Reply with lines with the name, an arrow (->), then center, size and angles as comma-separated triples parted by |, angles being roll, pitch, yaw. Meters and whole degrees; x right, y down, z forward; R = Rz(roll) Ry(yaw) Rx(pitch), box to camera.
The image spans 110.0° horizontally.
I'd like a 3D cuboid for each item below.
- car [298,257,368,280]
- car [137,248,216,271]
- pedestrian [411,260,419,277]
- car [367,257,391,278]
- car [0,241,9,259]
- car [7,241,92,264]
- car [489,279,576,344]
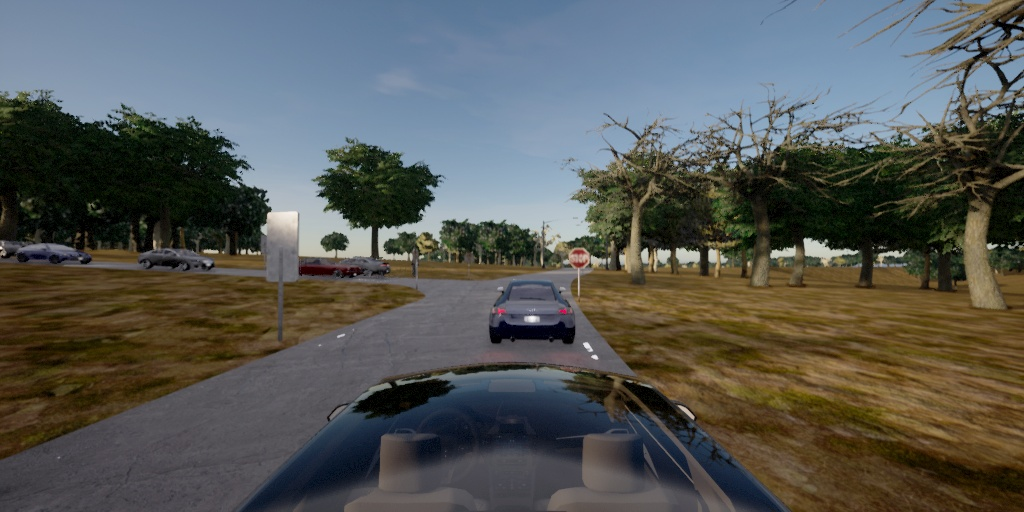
car -> -12.650, 0.827, 24.165 | 4.718, 1.301, 1.895 | 2, -1, 6
car -> -23.725, 0.239, 25.447 | 4.902, 1.511, 2.128 | 2, -1, 6
pedestrian -> -8.151, 0.824, 30.014 | 0.375, 1.860, 0.375 | 0, -4, 7
car -> -11.617, 0.814, 27.019 | 4.902, 1.511, 2.128 | 2, -1, 10
car -> -43.617, -0.567, 30.951 | 4.902, 1.511, 2.128 | 3, -1, 7
car -> -34.067, -0.177, 26.680 | 4.674, 1.442, 1.812 | 2, -1, 7
car -> 0.522, 1.312, 9.624 | 1.994, 1.385, 4.181 | 0, 0, 3
